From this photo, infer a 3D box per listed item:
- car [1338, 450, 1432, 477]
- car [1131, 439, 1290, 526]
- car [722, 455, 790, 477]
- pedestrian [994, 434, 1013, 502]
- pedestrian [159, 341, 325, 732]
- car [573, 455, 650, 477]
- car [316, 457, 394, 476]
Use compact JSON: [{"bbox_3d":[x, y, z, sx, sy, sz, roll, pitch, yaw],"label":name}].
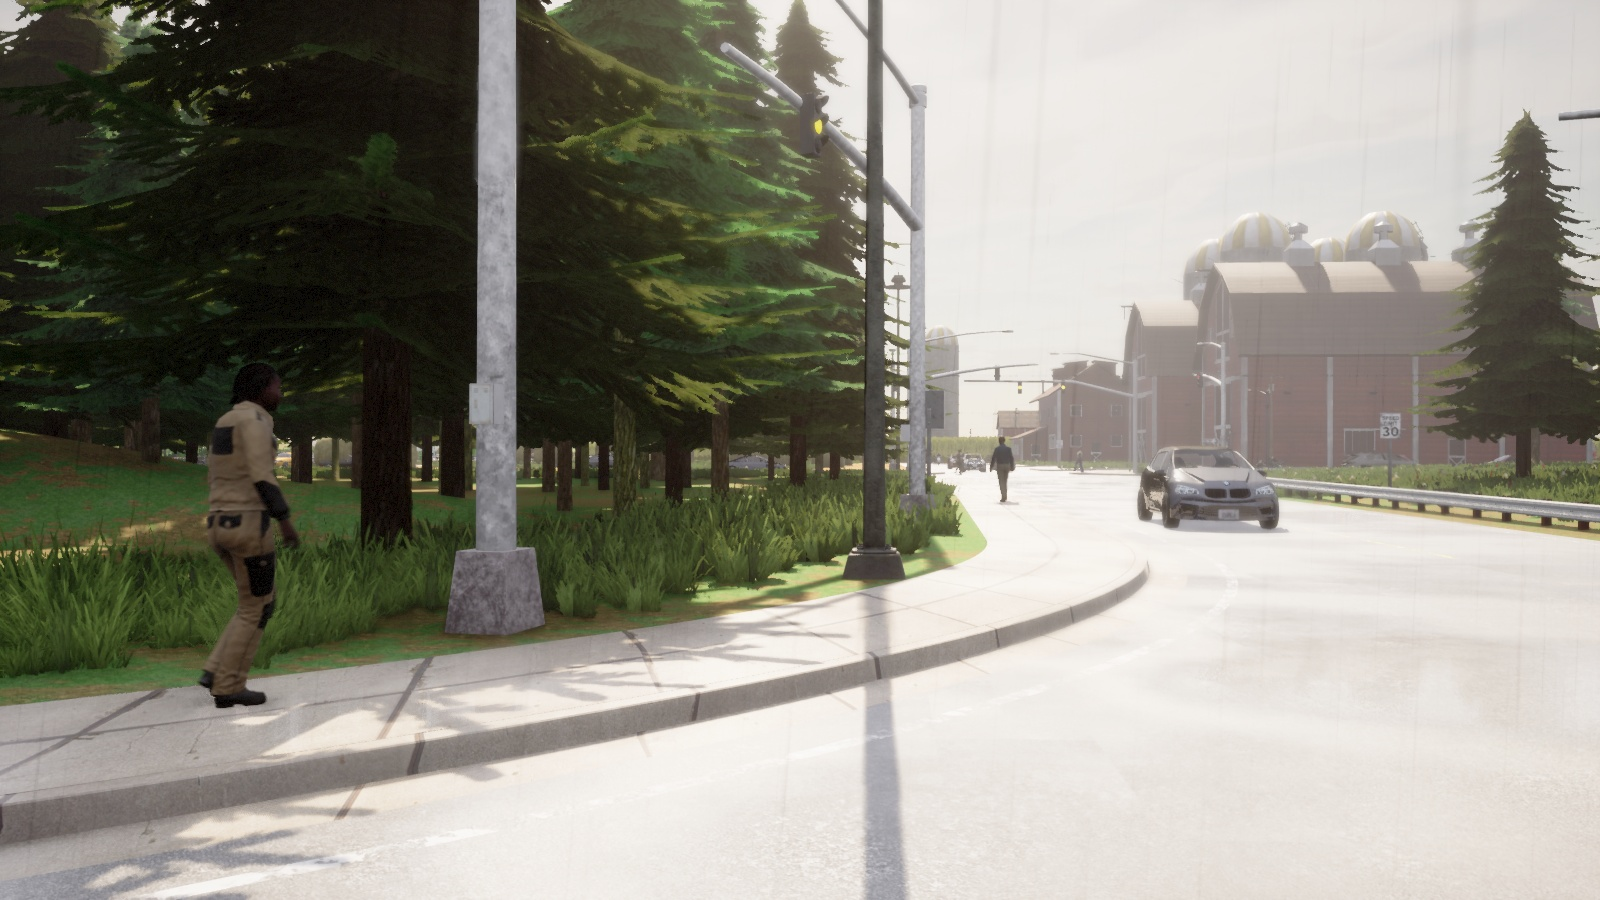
[{"bbox_3d":[36.123,0.815,77.670,4.856,1.649,2.033,0,0,5],"label":"car"},{"bbox_3d":[8.531,0.636,26.575,2.242,1.667,4.611,0,0,6],"label":"car"},{"bbox_3d":[-2.832,1.039,80.805,4.181,1.385,1.994,0,0,5],"label":"car"},{"bbox_3d":[5.545,0.479,34.225,0.370,1.835,0.726,0,0,-4],"label":"pedestrian"},{"bbox_3d":[-2.922,0.429,6.593,0.396,1.930,0.692,0,0,41],"label":"pedestrian"},{"bbox_3d":[-12.237,1.023,81.564,4.674,1.442,1.812,0,0,5],"label":"car"},{"bbox_3d":[-30.645,1.149,86.561,4.718,1.301,1.895,0,0,5],"label":"car"}]
